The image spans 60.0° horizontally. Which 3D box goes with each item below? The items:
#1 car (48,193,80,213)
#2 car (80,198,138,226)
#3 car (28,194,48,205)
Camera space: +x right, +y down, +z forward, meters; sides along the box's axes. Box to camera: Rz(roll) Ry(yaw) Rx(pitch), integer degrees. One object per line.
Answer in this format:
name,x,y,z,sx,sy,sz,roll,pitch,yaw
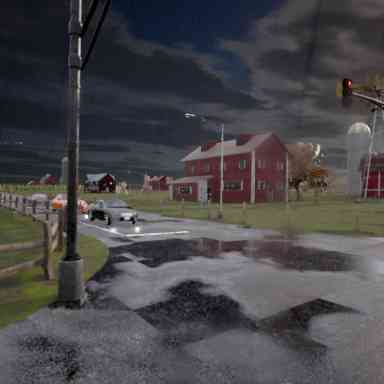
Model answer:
car,-10.737,0.934,29.078,2.097,1.767,4.553,1,0,-35
car,-5.118,1.202,21.098,2.128,1.511,4.902,1,0,-35
car,-18.240,0.939,39.746,1.812,1.442,4.674,1,1,-35
